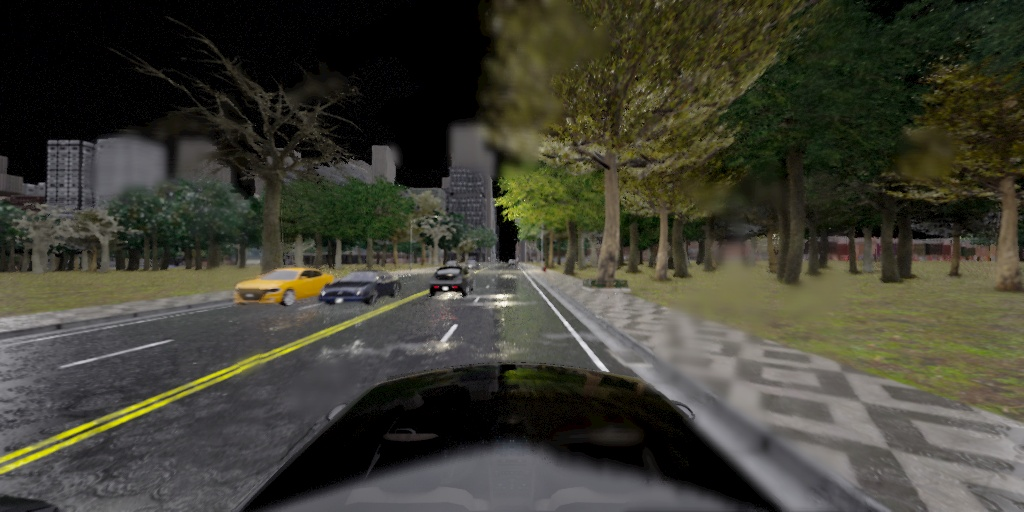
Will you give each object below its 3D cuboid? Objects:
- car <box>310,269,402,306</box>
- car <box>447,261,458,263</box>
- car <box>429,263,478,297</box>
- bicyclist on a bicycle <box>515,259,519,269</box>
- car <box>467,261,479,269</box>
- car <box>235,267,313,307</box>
[{"bbox_3d":[-6.607,1.336,16.380,2.033,1.411,5.357,0,0,0],"label":"car"},{"bbox_3d":[-9.814,1.506,58.987,1.837,1.490,4.892,0,0,1],"label":"car"},{"bbox_3d":[-3.158,1.304,19.409,1.837,1.490,4.892,0,0,0],"label":"car"},{"bbox_3d":[0.869,1.381,60.096,0.659,1.776,1.843,0,0,0],"label":"bicyclist on a bicycle"},{"bbox_3d":[-6.566,1.495,59.167,2.128,1.511,4.902,0,0,1],"label":"car"},{"bbox_3d":[-9.856,1.265,16.021,1.882,1.535,5.008,0,0,0],"label":"car"}]
